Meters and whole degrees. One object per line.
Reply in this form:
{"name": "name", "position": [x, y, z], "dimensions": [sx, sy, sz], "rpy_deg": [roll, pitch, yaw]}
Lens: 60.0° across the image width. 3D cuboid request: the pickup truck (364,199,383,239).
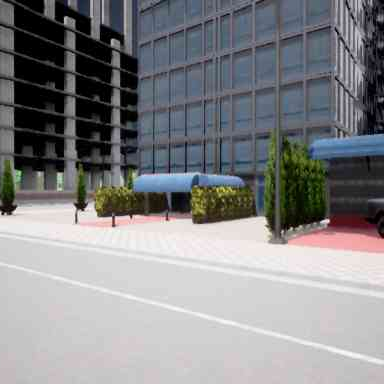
{"name": "pickup truck", "position": [10.097, 1.015, 12.785], "dimensions": [2.390, 2.098, 6.274], "rpy_deg": [0, 0, -24]}
